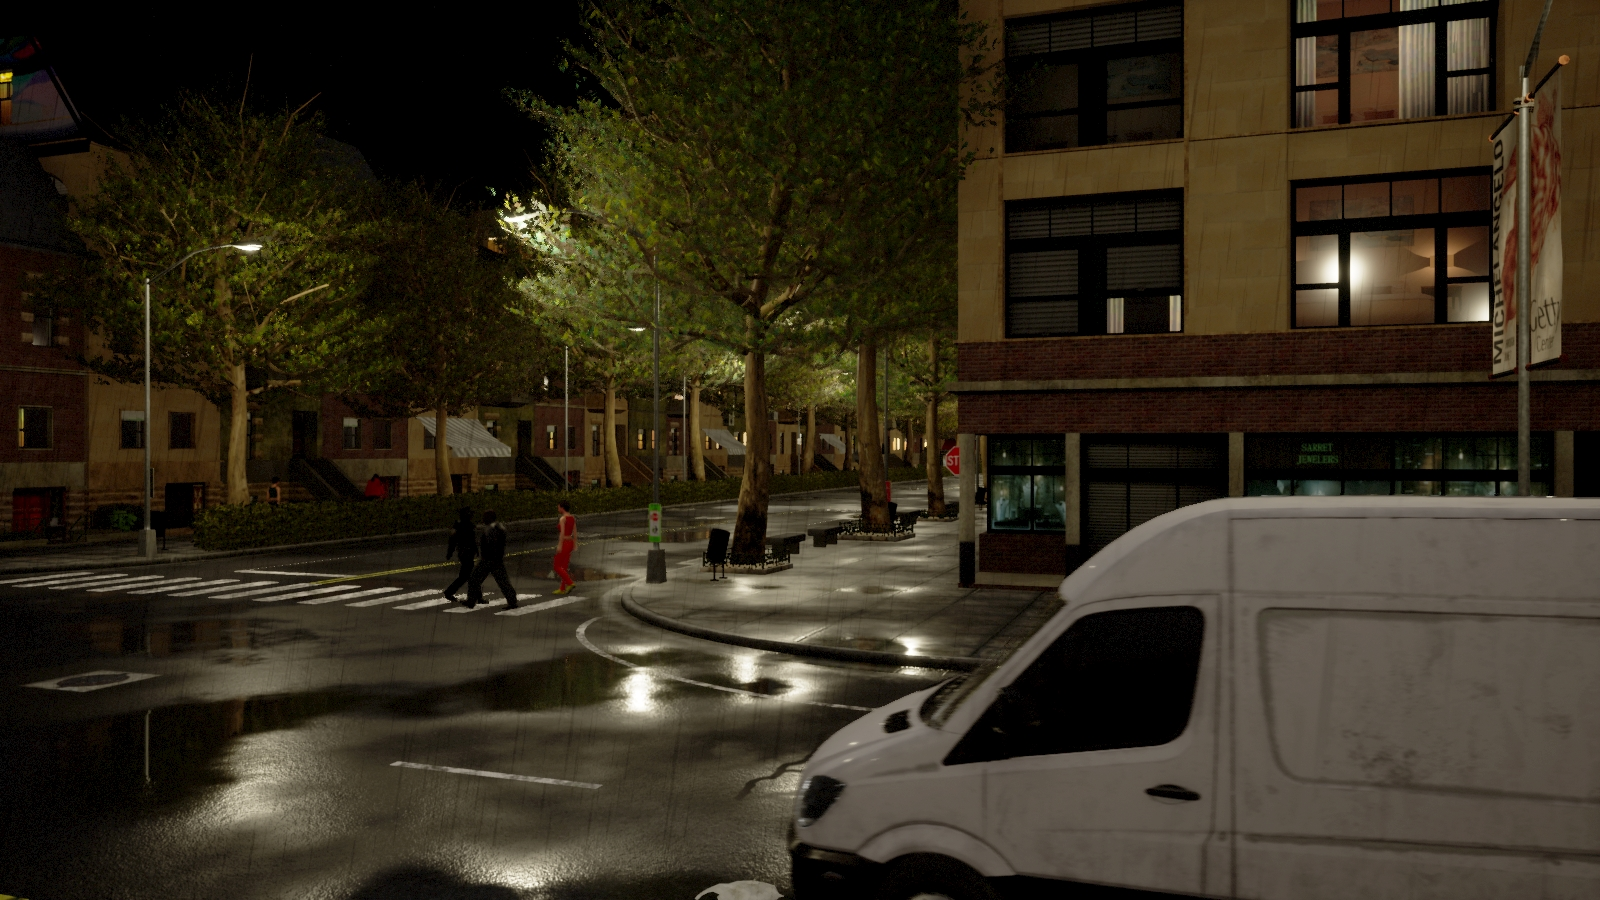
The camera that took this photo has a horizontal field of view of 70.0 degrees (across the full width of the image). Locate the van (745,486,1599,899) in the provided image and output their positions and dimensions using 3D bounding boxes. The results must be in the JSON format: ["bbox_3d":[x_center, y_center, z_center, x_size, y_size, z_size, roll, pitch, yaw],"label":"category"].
[{"bbox_3d":[2.829,1.534,6.005,5.915,2.561,1.988,0,0,20],"label":"van"}]

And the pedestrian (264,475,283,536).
[{"bbox_3d":[-16.253,1.696,35.269,0.375,1.860,0.375,0,0,8],"label":"pedestrian"}]

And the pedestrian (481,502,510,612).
[{"bbox_3d":[-5.277,1.849,19.803,0.375,1.860,0.375,0,0,10],"label":"pedestrian"}]

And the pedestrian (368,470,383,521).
[{"bbox_3d":[-15.822,1.696,42.545,0.375,1.860,0.375,0,0,20],"label":"pedestrian"}]

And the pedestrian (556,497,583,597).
[{"bbox_3d":[-4.419,1.849,21.909,0.375,1.860,0.375,0,0,20],"label":"pedestrian"}]

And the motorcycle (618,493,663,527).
[{"bbox_3d":[-5.926,2.213,42.656,0.803,1.145,2.033,0,0,20],"label":"motorcycle"}]

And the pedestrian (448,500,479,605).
[{"bbox_3d":[-6.118,1.849,20.771,0.375,1.860,0.375,0,0,22],"label":"pedestrian"}]
